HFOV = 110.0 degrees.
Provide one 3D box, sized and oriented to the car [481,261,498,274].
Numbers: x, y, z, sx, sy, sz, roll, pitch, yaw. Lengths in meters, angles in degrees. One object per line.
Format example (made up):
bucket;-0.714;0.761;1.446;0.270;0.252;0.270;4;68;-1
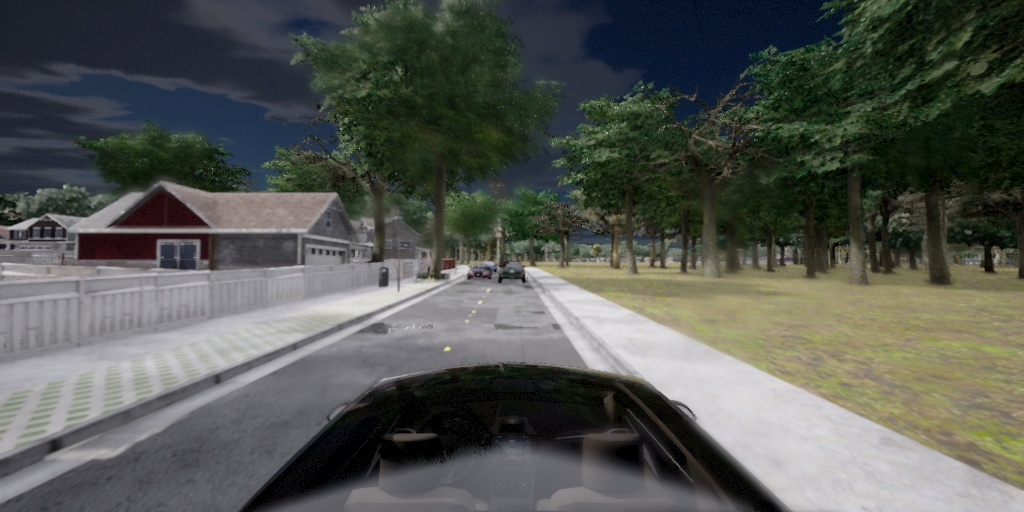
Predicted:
car;-2.768;1.342;44.291;1.812;1.442;4.674;0;0;0

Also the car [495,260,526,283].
car;0.000;1.136;28.600;2.097;1.767;4.553;0;0;0

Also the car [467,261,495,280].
car;-2.767;1.353;31.444;1.994;1.385;4.181;0;0;0
